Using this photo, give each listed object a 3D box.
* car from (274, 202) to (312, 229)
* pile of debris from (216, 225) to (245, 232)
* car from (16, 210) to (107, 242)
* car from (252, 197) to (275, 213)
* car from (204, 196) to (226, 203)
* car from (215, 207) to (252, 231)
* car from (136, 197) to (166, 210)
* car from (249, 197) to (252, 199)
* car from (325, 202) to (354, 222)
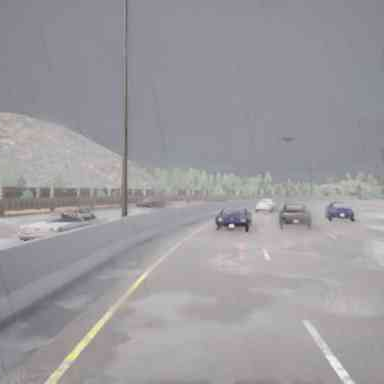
[{"bbox_3d":[6.580,1.473,21.454,2.128,1.511,4.902,0,0,14],"label":"car"},{"bbox_3d":[2.268,2.142,19.551,1.500,0.140,1.860,0,0,13],"label":"pile of debris"},{"bbox_3d":[-5.687,1.541,15.162,1.895,1.301,4.718,0,0,10],"label":"car"},{"bbox_3d":[8.406,1.480,37.183,1.812,1.442,4.674,0,0,24],"label":"car"},{"bbox_3d":[3.571,1.408,51.138,1.837,1.490,4.892,0,0,31],"label":"car"},{"bbox_3d":[2.672,1.565,20.395,1.895,1.301,4.718,0,0,13],"label":"car"},{"bbox_3d":[-5.077,1.361,41.707,1.882,1.535,5.008,0,0,24],"label":"car"},{"bbox_3d":[10.280,1.523,55.306,1.895,1.301,4.718,0,0,34],"label":"car"},{"bbox_3d":[11.756,1.520,26.639,1.812,1.442,4.674,0,0,18],"label":"car"}]
